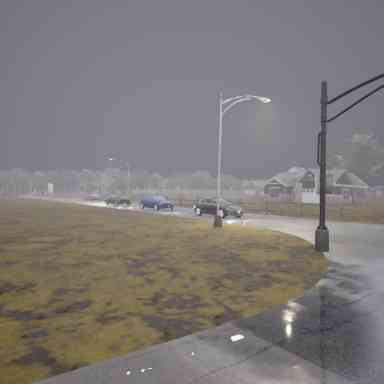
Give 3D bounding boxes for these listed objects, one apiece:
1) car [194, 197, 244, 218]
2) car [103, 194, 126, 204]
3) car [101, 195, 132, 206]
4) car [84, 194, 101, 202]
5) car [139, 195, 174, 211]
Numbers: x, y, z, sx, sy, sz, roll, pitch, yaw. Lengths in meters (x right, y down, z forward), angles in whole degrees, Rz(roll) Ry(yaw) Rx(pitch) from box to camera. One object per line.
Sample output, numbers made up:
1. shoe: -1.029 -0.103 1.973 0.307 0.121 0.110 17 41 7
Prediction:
1. car: 2.056 1.226 26.470 1.837 1.490 4.892 2 0 -35
2. car: -12.396 1.087 52.991 1.994 1.385 4.181 2 -1 -35
3. car: -9.529 1.108 42.770 1.895 1.301 4.718 2 -1 -35
4. car: -18.194 1.007 61.142 2.033 1.411 5.357 2 -1 -35
5. car: -3.739 1.083 34.617 1.882 1.535 5.008 2 0 -36
